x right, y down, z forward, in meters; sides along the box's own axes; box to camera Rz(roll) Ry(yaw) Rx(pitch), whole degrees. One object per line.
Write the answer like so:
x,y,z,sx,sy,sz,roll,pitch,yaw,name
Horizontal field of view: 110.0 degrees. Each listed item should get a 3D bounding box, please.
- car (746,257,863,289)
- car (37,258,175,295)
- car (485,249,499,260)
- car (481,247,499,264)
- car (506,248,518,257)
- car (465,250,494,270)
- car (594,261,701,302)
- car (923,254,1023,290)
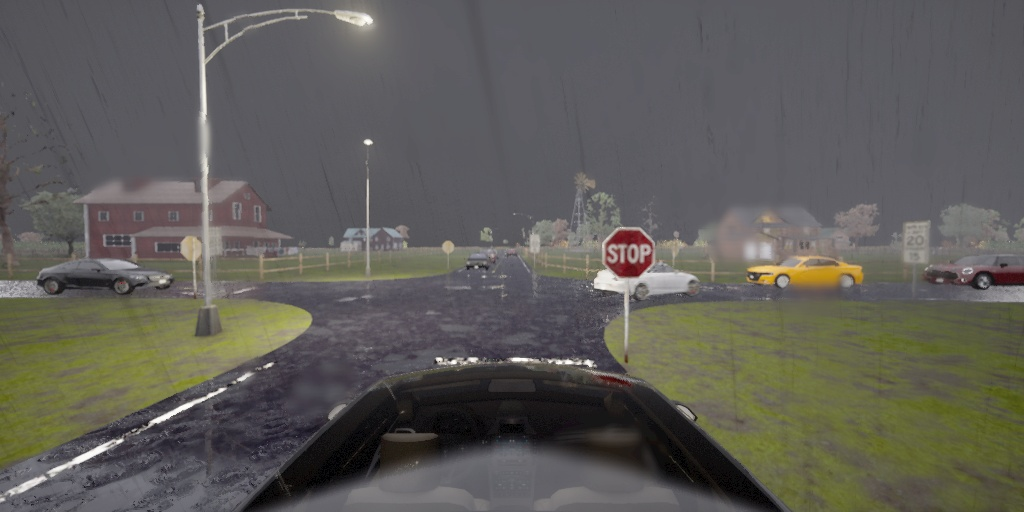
14.582,0.787,18.048,5.008,1.535,1.882,0,2,0,car
-17.242,0.819,15.304,4.674,1.442,1.812,0,2,0,car
-2.896,-0.302,53.237,1.837,1.490,4.892,0,2,0,car
-2.899,-0.083,41.001,2.097,1.767,4.553,0,2,0,car
-0.003,-0.608,63.237,1.837,1.490,4.892,0,2,0,car
-2.866,0.415,31.020,2.033,1.411,5.357,0,2,-1,car
5.448,0.918,14.366,4.674,1.442,1.812,-1,1,-27,car
23.759,0.699,17.990,4.553,1.767,2.097,0,2,0,car
